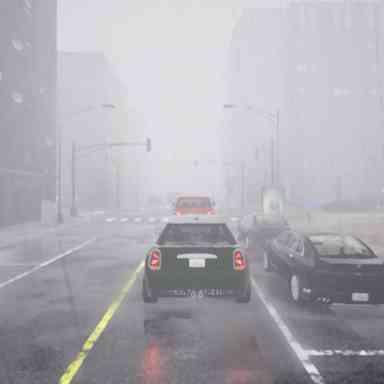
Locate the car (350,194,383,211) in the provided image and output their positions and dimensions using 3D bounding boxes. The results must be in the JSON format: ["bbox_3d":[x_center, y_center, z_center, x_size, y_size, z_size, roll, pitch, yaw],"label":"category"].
[{"bbox_3d":[18.187,1.218,35.731,4.892,1.490,1.837,-1,-1,0],"label":"car"}]

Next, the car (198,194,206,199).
[{"bbox_3d":[2.673,1.155,90.519,1.887,1.381,4.507,1,0,0],"label":"car"}]

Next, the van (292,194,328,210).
[{"bbox_3d":[13.752,1.115,38.344,3.998,1.788,1.690,0,0,0],"label":"van"}]

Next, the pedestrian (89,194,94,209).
[{"bbox_3d":[-12.542,1.152,41.481,0.375,1.860,0.375,0,0,0],"label":"pedestrian"}]

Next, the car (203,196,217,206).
[{"bbox_3d":[2.685,1.342,51.522,1.947,1.339,4.313,1,0,0],"label":"car"}]

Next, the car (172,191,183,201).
[{"bbox_3d":[-3.023,0.917,71.306,2.150,2.045,5.566,0,0,0],"label":"car"}]

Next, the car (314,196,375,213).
[{"bbox_3d":[13.694,1.271,29.963,4.206,1.307,1.802,0,0,0],"label":"car"}]

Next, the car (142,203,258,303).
[{"bbox_3d":[0.098,1.315,8.255,2.097,1.767,4.553,0,0,0],"label":"car"}]

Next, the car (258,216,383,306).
[{"bbox_3d":[2.828,1.516,7.760,2.008,1.369,4.403,1,0,0],"label":"car"}]

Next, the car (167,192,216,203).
[{"bbox_3d":[0.082,1.144,17.725,2.150,2.045,5.566,0,0,0],"label":"car"}]

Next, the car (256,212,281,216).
[{"bbox_3d":[2.826,1.491,13.329,2.008,1.369,4.403,1,0,0],"label":"car"}]

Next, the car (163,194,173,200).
[{"bbox_3d":[-5.704,1.224,79.414,1.947,1.339,4.313,1,0,0],"label":"car"}]

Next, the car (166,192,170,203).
[{"bbox_3d":[-3.081,0.977,55.636,2.150,2.045,5.566,0,1,1],"label":"car"}]

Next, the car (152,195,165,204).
[{"bbox_3d":[-5.697,1.297,57.130,1.887,1.381,4.507,1,0,0],"label":"car"}]

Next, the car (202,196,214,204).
[{"bbox_3d":[2.683,1.334,57.093,1.802,1.307,4.206,1,0,0],"label":"car"}]

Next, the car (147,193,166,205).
[{"bbox_3d":[-5.692,1.091,51.558,2.192,1.841,5.009,1,0,0],"label":"car"}]

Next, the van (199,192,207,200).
[{"bbox_3d":[2.679,0.999,79.377,1.690,1.788,3.998,1,0,0],"label":"van"}]
